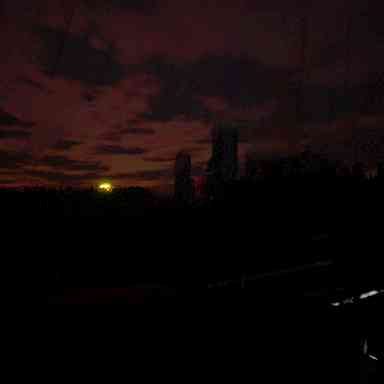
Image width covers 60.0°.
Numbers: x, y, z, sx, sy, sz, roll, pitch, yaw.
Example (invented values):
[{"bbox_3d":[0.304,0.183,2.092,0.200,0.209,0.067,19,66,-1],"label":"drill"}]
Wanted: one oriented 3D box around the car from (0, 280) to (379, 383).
[{"bbox_3d":[-0.686,1.547,2.535,5.357,1.411,2.033,0,0,-35],"label":"car"}]
